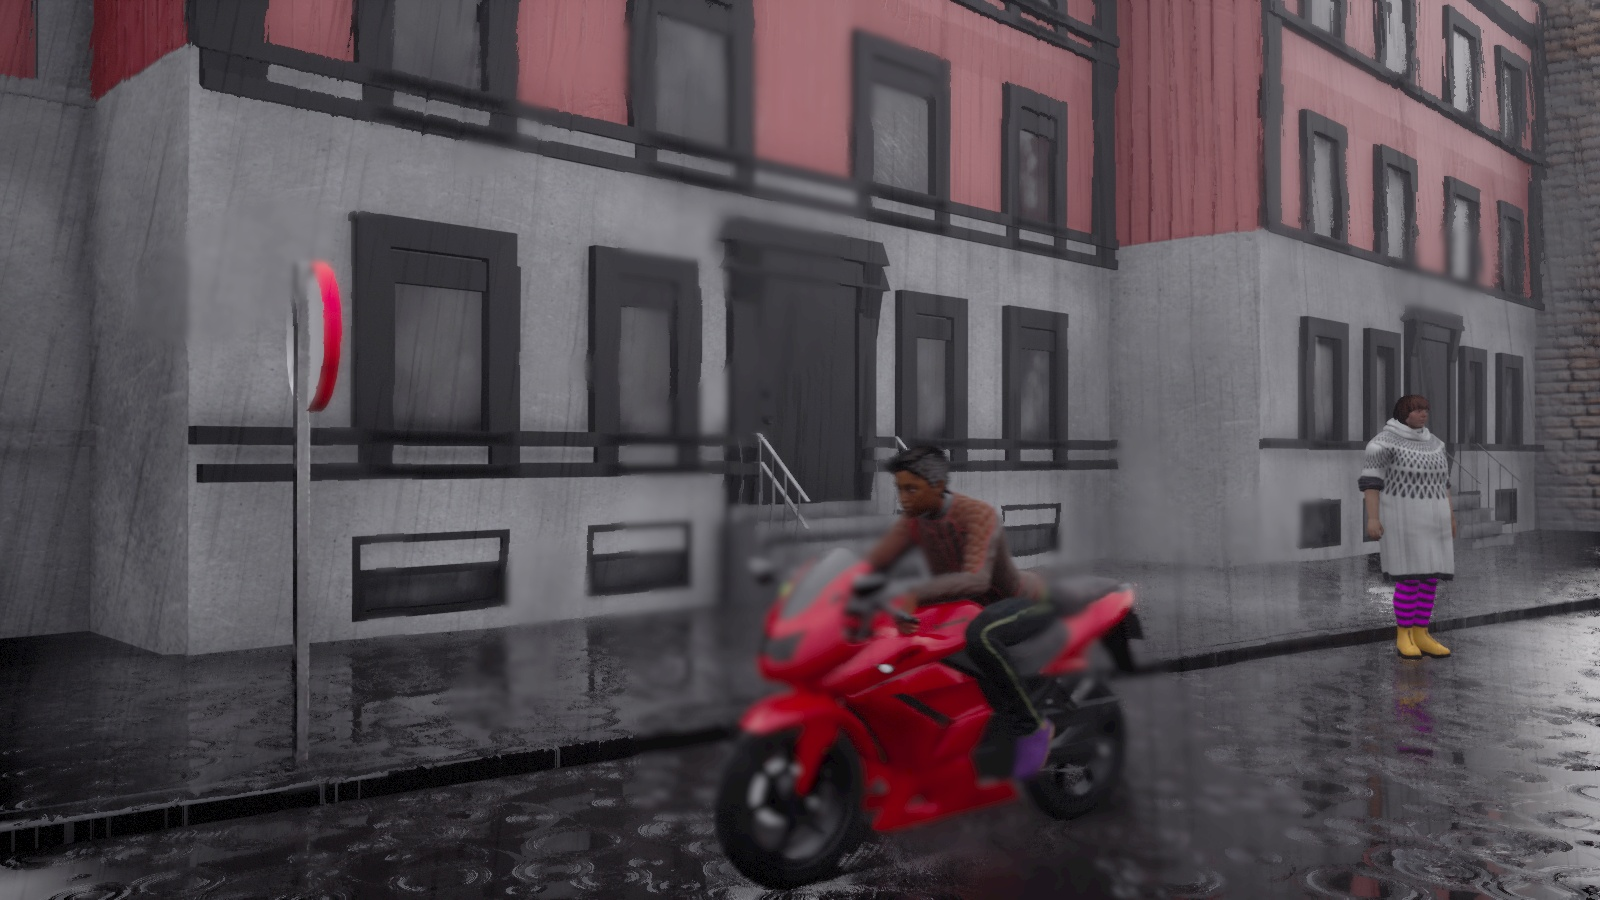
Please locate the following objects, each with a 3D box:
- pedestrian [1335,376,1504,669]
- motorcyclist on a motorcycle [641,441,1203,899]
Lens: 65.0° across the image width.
[{"bbox_3d":[4.354,0.482,8.872,0.659,1.952,0.873,0,0,-14],"label":"pedestrian"},{"bbox_3d":[0.510,0.737,4.649,2.044,1.523,0.797,0,0,-35],"label":"motorcyclist on a motorcycle"}]
